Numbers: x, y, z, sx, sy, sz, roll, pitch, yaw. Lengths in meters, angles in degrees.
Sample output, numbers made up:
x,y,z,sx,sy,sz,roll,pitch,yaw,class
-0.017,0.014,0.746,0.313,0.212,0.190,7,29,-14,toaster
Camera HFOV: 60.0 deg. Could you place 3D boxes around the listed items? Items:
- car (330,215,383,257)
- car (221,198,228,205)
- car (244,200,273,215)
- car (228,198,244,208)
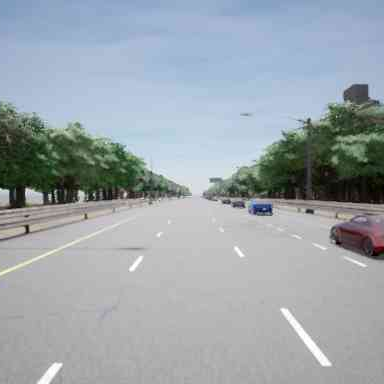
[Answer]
x,y,z,sx,sy,sz,roll,pitch,yaw,class
7.013,1.565,12.853,1.994,1.385,4.181,0,0,0,car
7.283,1.968,71.642,1.812,1.442,4.674,0,-1,0,car
7.068,1.552,34.796,1.882,1.535,5.008,0,-1,0,car
7.150,1.731,52.023,1.812,1.442,4.674,0,-1,0,car
